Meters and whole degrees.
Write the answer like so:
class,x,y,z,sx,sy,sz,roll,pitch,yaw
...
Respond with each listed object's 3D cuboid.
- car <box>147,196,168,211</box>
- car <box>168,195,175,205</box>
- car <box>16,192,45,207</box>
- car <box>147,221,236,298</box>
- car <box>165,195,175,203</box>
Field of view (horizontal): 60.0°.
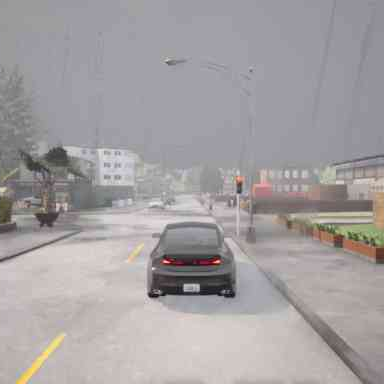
class,x,y,z,sx,sy,sz,roll,pitch,yaw
car,-4.445,1.524,41.685,1.812,1.442,4.674,0,0,0
car,-4.561,1.486,57.082,2.128,1.511,4.902,0,0,0
car,-20.111,0.984,42.178,1.905,1.878,3.866,0,0,35
car,-0.008,1.504,8.495,1.837,1.490,4.892,0,0,0
car,-4.601,1.474,71.590,1.882,1.535,5.008,0,0,0
